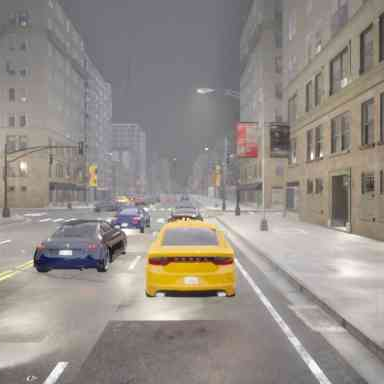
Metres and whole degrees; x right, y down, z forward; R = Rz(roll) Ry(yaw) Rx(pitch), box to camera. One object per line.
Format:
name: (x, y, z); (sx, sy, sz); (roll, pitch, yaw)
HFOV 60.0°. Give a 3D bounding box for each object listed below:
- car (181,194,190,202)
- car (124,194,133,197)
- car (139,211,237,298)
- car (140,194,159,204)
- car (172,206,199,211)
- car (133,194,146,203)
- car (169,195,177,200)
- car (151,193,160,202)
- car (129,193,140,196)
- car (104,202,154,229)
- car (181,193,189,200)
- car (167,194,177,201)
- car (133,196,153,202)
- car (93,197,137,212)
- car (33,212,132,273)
car: (-1.669, 1.378, 80.642); (2.097, 1.767, 4.553); (0, 0, -1)
car: (-10.894, 1.499, 51.146); (1.882, 1.535, 5.008); (0, 0, -1)
car: (-0.053, 1.479, 8.601); (1.882, 1.535, 5.008); (0, 0, -1)
car: (-7.810, 1.571, 60.751); (2.033, 1.411, 5.357); (0, 0, -1)
car: (-0.353, 1.509, 18.082); (1.837, 1.490, 4.892); (0, 0, -1)
car: (-11.220, 1.381, 71.070); (2.097, 1.767, 4.553); (0, 0, -1)
car: (-5.130, 1.434, 90.605); (2.033, 1.411, 5.357); (0, 0, -1)
car: (-7.973, 1.251, 71.226); (2.150, 2.045, 5.566); (0, 0, -1)
car: (-11.069, 1.246, 61.081); (2.150, 2.045, 5.566); (0, 0, -1)
car: (-3.533, 1.531, 19.481); (1.812, 1.442, 4.674); (0, 0, -1)
car: (-1.880, 1.249, 90.643); (2.097, 1.767, 4.553); (0, 0, -1)
car: (-4.918, 1.378, 80.574); (2.097, 1.767, 4.553); (0, 0, -1)
car: (-7.641, 1.622, 51.108); (1.895, 1.301, 4.718); (0, 0, -1)
car: (-8.678, 1.581, 36.629); (4.181, 1.385, 1.994); (0, 0, -35)
car: (-3.355, 1.566, 10.739); (1.994, 1.385, 4.181); (0, 0, -1)
